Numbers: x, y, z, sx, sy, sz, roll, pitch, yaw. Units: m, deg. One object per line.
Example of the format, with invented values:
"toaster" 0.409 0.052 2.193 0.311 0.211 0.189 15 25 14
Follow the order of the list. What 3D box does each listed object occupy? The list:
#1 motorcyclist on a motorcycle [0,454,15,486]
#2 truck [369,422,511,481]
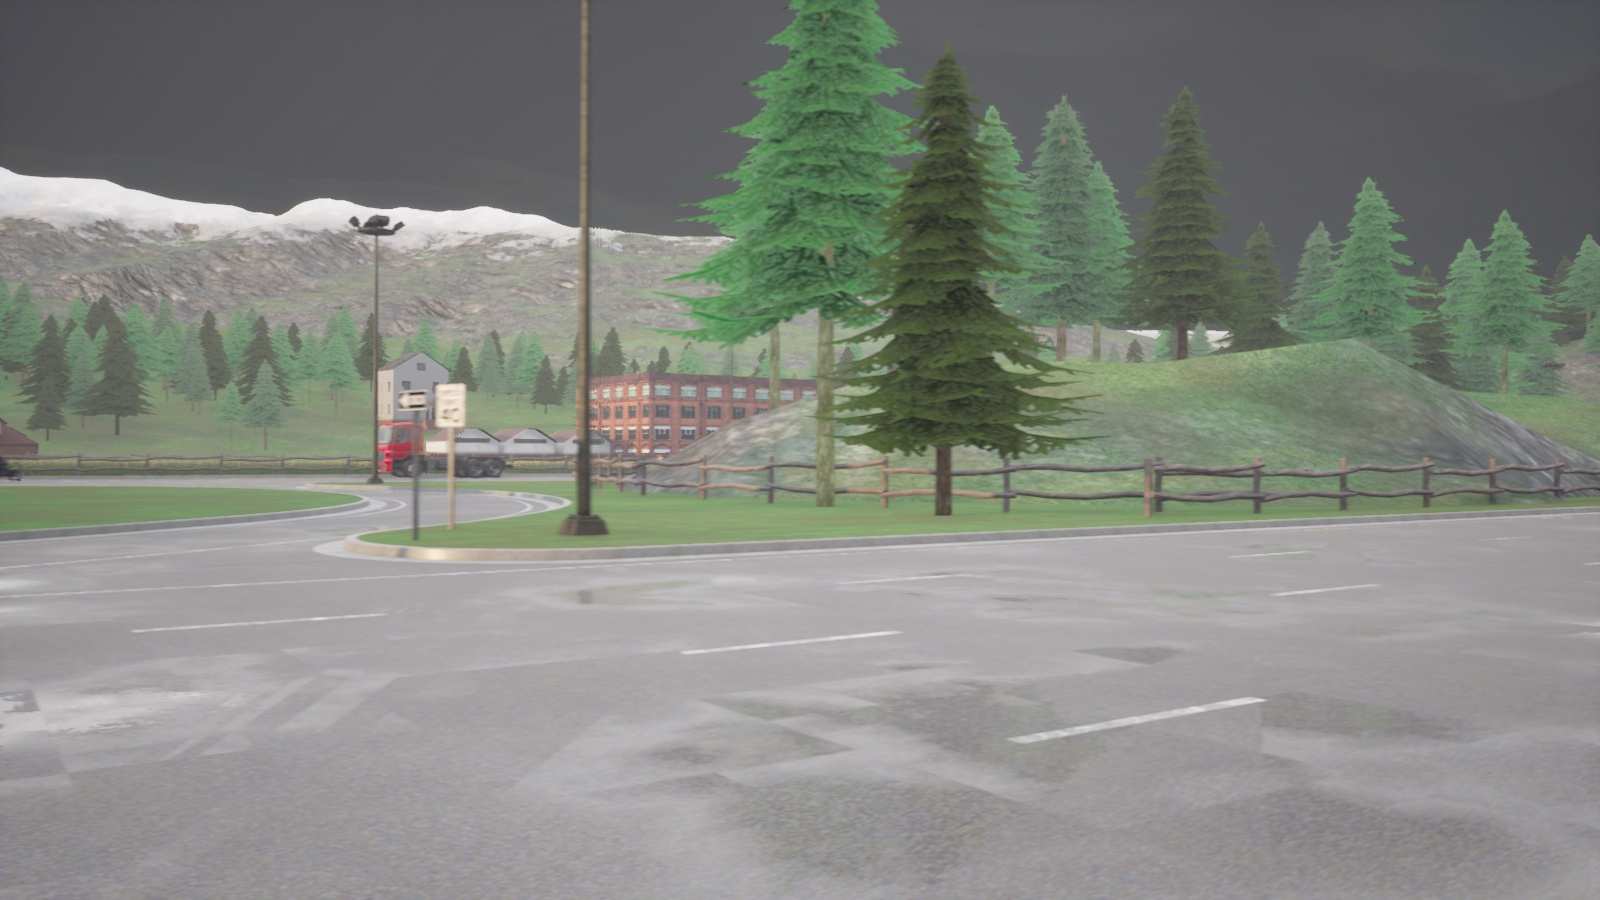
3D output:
"motorcyclist on a motorcycle" -39.424 0.968 61.086 2.044 1.523 0.797 0 0 -35
"truck" -22.112 0.086 77.326 7.936 3.462 2.891 0 0 -35
